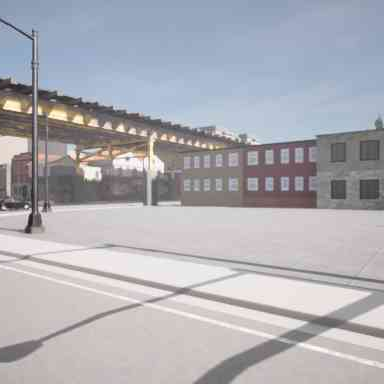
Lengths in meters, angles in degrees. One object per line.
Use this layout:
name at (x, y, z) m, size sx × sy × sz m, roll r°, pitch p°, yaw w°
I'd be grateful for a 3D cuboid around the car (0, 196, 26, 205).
car at (-31.847, 1.453, 57.860) m, size 4.974 × 1.542 × 2.038 m, roll 0°, pitch 0°, yaw 6°

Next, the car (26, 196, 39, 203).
car at (-28.348, 1.295, 59.145) m, size 1.853 × 1.218 × 4.536 m, roll 0°, pitch 0°, yaw -24°

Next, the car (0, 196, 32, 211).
car at (-21.707, 1.491, 39.867) m, size 2.128 × 1.511 × 4.902 m, roll 0°, pitch 0°, yaw 24°

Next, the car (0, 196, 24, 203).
car at (-31.899, 1.295, 57.865) m, size 4.536 × 1.218 × 1.853 m, roll 0°, pitch 0°, yaw 6°
